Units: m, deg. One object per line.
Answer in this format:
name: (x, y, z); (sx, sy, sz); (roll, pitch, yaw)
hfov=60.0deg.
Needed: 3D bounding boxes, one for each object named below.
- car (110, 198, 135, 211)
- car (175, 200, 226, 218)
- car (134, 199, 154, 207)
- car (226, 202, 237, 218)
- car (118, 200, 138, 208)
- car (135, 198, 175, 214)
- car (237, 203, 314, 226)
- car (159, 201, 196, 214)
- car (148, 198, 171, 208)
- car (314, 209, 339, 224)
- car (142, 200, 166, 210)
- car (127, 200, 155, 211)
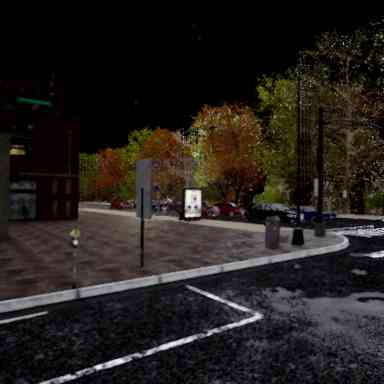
car: (-9.955, 1.715, 47.360); (2.097, 1.767, 4.553); (1, -1, -34)
car: (0.711, 1.521, 31.578); (2.097, 1.767, 4.553); (1, -1, -34)
car: (-9.240, 2.145, 63.772); (1.812, 1.442, 4.674); (1, -1, -34)
car: (3.612, 1.732, 33.087); (1.812, 1.442, 4.674); (1, -1, -34)
car: (-11.946, 2.180, 61.970); (1.895, 1.301, 4.718); (1, -1, -34)
car: (-4.425, 1.754, 39.155); (2.128, 1.511, 4.902); (1, -1, -34)
car: (5.862, 1.567, 23.961); (2.128, 1.511, 4.902); (1, -1, -34)
car: (-1.842, 1.852, 41.129); (2.033, 1.411, 5.357); (1, -1, -34)
car: (-5.718, 1.909, 58.658); (2.097, 1.767, 4.553); (1, -1, -34)
car: (8.700, 1.715, 25.587); (1.895, 1.301, 4.718); (1, -1, -34)
car: (-6.149, 2.001, 53.478); (1.812, 1.442, 4.674); (1, -1, -34)
car: (-7.763, 1.960, 49.921); (2.033, 1.411, 5.357); (1, -1, -34)
